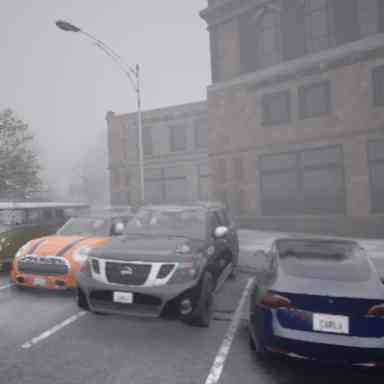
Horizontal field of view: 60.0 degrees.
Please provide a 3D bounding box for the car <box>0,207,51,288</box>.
[{"bbox_3d":[-2.705,1.398,9.407,2.185,1.767,4.553,0,-1,16],"label":"car"}]

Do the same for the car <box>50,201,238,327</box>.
[{"bbox_3d":[-0.279,1.257,7.608,2.435,2.045,5.566,0,-1,16],"label":"car"}]

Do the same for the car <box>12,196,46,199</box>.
[{"bbox_3d":[-17.056,1.417,36.326,2.150,2.045,5.566,-3,1,22],"label":"car"}]

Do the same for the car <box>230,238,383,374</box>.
[{"bbox_3d":[2.158,1.529,5.922,2.163,1.488,4.792,0,-1,16],"label":"car"}]

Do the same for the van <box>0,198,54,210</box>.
[{"bbox_3d":[-5.180,1.320,11.007,1.878,1.987,4.442,-1,-1,16],"label":"van"}]
